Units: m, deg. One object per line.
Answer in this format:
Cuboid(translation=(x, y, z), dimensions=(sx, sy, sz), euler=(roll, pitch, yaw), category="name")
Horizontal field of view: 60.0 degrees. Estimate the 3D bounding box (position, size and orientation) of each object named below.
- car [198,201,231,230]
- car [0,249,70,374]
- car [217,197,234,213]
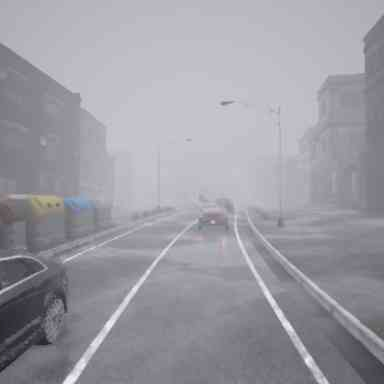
Cuboid(translation=(1.443, 1.541, 21.342), dimensions=(1.812, 1.442, 4.674), euler=(0, 0, 6), category="car")
Cuboid(translation=(-2.972, 1.470, 3.587), dimensions=(2.128, 1.511, 4.902), euler=(0, -1, 2), category="car")
Cuboid(translation=(3.751, 1.436, 38.723), dimensions=(2.097, 1.767, 4.553), euler=(0, -1, 8), category="car")
